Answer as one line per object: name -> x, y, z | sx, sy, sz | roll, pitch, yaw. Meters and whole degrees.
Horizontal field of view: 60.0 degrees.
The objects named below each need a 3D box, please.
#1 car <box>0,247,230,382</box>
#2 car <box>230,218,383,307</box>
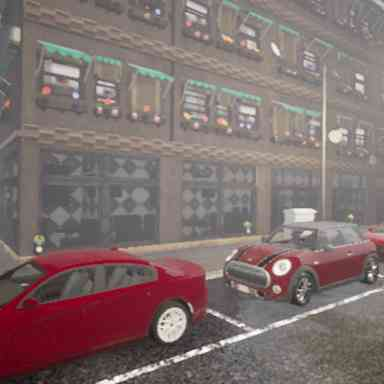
car -> -1.819, 1.550, 4.795 | 4.507, 1.381, 1.887 | 0, 0, -36
car -> 2.685, 1.471, 8.015 | 4.097, 1.590, 1.967 | 0, 0, -36
